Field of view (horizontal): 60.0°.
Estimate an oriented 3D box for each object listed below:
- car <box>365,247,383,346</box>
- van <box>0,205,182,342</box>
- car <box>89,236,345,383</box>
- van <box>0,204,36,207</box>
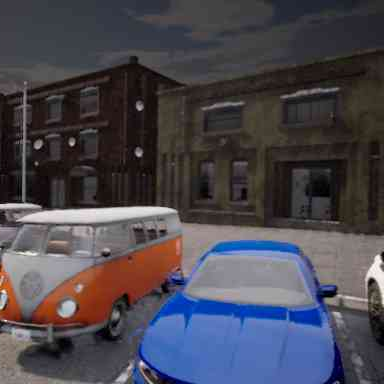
[{"bbox_3d":[3.321,1.224,3.079,2.435,2.045,5.566,0,-1,15],"label":"car"},{"bbox_3d":[-1.604,1.299,6.428,1.878,1.987,4.442,0,-1,15],"label":"van"},{"bbox_3d":[0.873,1.501,4.795,2.097,1.535,5.008,0,-1,16],"label":"car"},{"bbox_3d":[-6.516,1.351,9.917,1.878,1.987,4.442,0,-1,15],"label":"van"}]
